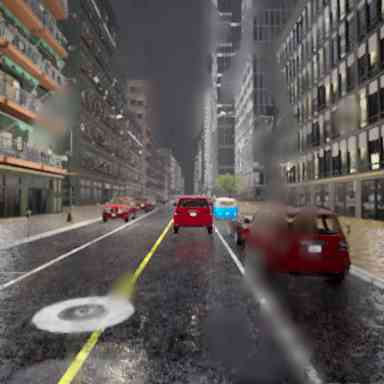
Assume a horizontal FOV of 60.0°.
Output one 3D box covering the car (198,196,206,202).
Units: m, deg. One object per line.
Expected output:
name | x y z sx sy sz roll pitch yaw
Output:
car | 2.485 1.680 83.754 1.947 1.339 4.313 1 0 0

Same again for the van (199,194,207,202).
van | 2.502 1.450 78.056 1.690 1.788 3.998 1 0 0

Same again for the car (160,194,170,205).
car | -5.806 1.408 61.069 2.192 1.841 5.009 1 0 0

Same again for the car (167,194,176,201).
car | -5.883 1.439 95.257 2.192 1.841 5.009 1 0 0

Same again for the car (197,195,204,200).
car | 2.462 1.565 95.150 1.967 1.590 4.097 1 0 0

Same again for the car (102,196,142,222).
car | -5.730 1.364 26.879 2.192 1.841 5.009 1 0 0

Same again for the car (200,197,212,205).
car | 2.536 1.659 60.963 1.947 1.339 4.313 1 0 0

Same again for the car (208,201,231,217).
car | 2.609 1.624 32.473 1.947 1.339 4.313 1 0 0

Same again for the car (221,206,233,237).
car | 2.671 1.580 15.380 2.008 1.369 4.403 1 0 0

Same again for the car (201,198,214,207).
car | 2.549 1.653 55.265 1.947 1.339 4.313 1 0 0

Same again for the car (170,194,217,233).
car | 0.056 1.259 19.958 2.150 2.045 5.566 0 0 0

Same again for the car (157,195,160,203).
car | -5.770 1.514 43.975 1.967 1.590 4.097 1 0 0

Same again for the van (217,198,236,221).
van | 2.660 1.390 26.777 1.690 1.788 3.998 1 0 0

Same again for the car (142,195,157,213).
car | -5.755 1.381 38.275 2.192 1.841 5.009 1 0 0

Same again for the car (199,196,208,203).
car | 2.511 1.649 72.359 1.887 1.381 4.507 1 0 0

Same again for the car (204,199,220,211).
car | 2.574 1.656 43.869 1.802 1.307 4.206 1 0 0

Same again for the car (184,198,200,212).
car | 0.011 1.574 40.153 1.837 1.490 4.892 0 0 0

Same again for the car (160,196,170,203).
car | -5.837 1.669 72.465 1.947 1.339 4.313 1 0 0

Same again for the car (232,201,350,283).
car | 2.689 1.334 9.683 2.192 1.841 5.009 1 0 0
